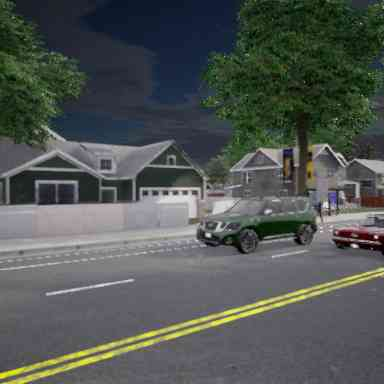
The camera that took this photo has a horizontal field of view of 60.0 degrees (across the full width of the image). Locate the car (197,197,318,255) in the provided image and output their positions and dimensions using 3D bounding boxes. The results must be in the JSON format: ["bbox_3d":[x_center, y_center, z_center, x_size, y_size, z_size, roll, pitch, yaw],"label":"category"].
[{"bbox_3d":[2.847,1.221,13.696,5.566,2.045,2.150,0,0,-35],"label":"car"}]

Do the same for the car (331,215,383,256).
[{"bbox_3d":[7.555,1.598,13.057,4.718,1.301,1.895,0,0,-35],"label":"car"}]
